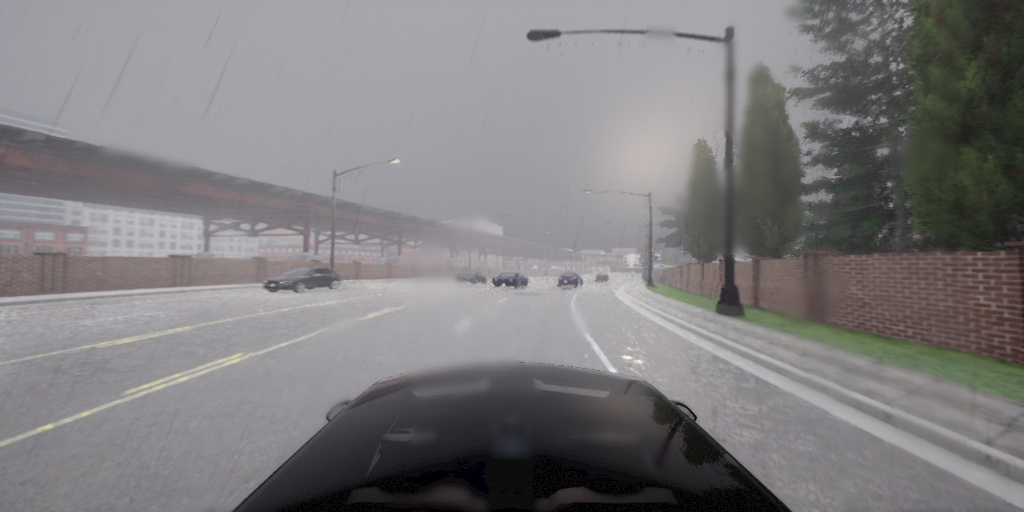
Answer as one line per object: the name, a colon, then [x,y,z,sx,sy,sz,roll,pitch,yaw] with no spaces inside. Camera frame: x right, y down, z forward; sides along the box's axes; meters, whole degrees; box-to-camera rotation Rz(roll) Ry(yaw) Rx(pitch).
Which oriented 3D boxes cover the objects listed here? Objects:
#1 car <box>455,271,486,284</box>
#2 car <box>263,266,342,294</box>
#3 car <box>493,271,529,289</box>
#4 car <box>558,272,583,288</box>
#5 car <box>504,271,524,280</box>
car: [-4.326,2.250,37.989,1.994,1.385,4.181,1,-3,19]
car: [-12.258,1.372,21.379,1.837,1.490,4.892,1,-2,10]
car: [0.020,2.023,29.749,1.895,1.301,4.718,0,-3,17]
car: [5.874,2.366,35.805,1.812,1.442,4.674,0,-3,21]
car: [0.451,3.371,61.954,1.837,1.490,4.892,1,-3,20]
